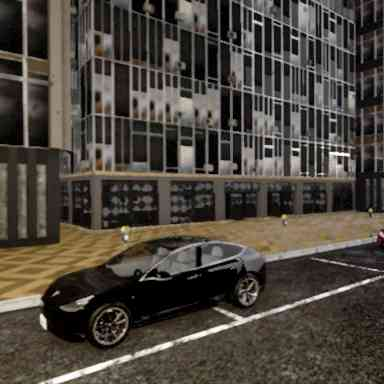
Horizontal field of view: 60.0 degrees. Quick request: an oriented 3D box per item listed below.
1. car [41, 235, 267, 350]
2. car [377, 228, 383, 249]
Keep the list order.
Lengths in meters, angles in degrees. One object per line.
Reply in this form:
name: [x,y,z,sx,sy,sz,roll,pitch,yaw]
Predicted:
car: [-0.452,1.546,6.237,4.313,1.339,1.947,0,0,-35]
car: [8.828,1.488,12.853,4.206,1.307,1.802,0,0,-35]
